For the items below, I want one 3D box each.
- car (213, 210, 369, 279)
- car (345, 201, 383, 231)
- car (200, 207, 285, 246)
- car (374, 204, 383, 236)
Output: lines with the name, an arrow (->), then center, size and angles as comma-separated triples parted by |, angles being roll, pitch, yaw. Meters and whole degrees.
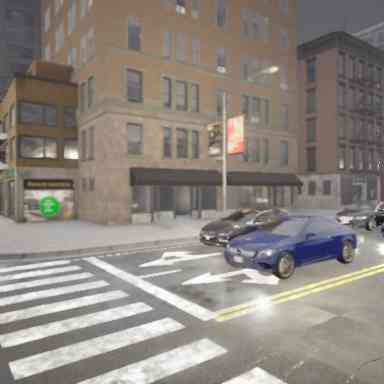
car -> 3.077, 1.434, 9.852 | 4.674, 1.442, 1.812 | -1, 0, -36
car -> 10.042, 1.276, 18.775 | 4.902, 1.511, 2.128 | -1, 0, -35
car -> 2.543, 1.394, 13.474 | 4.892, 1.490, 1.837 | -1, 0, -36
car -> 10.493, 1.330, 15.128 | 4.674, 1.442, 1.812 | -1, 0, -35
